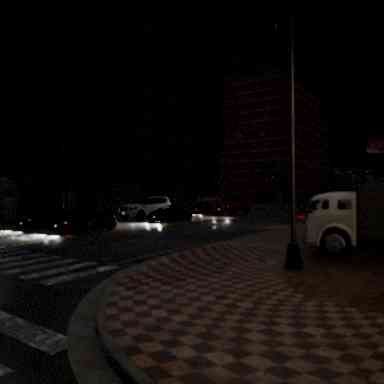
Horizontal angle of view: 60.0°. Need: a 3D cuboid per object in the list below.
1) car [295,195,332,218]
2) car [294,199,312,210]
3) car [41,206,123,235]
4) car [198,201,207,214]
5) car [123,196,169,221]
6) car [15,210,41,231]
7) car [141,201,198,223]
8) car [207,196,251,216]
[{"bbox_3d":[13.240,1.485,35.958,2.097,1.767,4.553,-1,0,36],"label":"car"},{"bbox_3d":[15.545,1.692,46.433,1.812,1.442,4.674,0,0,26],"label":"car"},{"bbox_3d":[-6.659,1.754,20.539,1.994,1.385,4.181,-1,0,34],"label":"car"},{"bbox_3d":[1.706,1.780,38.166,1.994,1.385,4.181,-1,0,37],"label":"car"},{"bbox_3d":[-4.133,1.438,30.097,2.150,2.045,5.566,-1,0,36],"label":"car"},{"bbox_3d":[-9.574,1.781,22.493,1.994,1.385,4.181,-1,0,36],"label":"car"},{"bbox_3d":[-1.771,1.753,27.361,1.994,1.385,4.181,-1,0,36],"label":"car"},{"bbox_3d":[4.345,1.411,35.868,2.150,2.045,5.566,-1,0,36],"label":"car"}]
